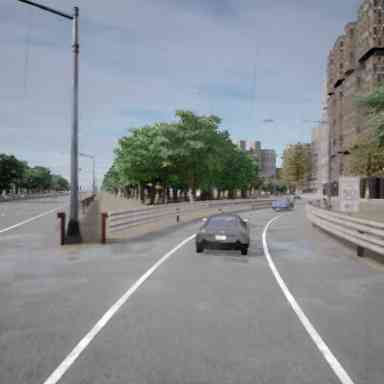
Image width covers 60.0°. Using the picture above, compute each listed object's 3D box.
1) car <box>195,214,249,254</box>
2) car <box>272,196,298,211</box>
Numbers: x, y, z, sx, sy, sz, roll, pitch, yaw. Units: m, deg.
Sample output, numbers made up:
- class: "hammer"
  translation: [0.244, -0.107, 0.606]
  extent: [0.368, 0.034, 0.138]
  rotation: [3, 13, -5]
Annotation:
- class: "car"
  translation: [1.353, 1.574, 13.673]
  extent: [1.994, 1.385, 4.181]
  rotation: [0, 0, 10]
- class: "car"
  translation: [11.546, 1.582, 41.936]
  extent: [2.033, 1.411, 5.357]
  rotation: [0, 0, 28]
